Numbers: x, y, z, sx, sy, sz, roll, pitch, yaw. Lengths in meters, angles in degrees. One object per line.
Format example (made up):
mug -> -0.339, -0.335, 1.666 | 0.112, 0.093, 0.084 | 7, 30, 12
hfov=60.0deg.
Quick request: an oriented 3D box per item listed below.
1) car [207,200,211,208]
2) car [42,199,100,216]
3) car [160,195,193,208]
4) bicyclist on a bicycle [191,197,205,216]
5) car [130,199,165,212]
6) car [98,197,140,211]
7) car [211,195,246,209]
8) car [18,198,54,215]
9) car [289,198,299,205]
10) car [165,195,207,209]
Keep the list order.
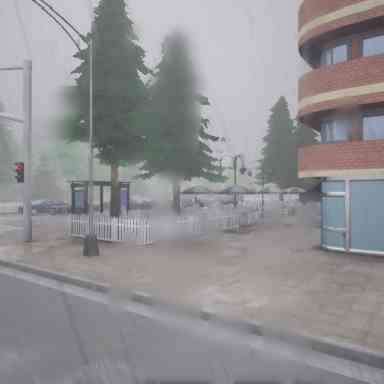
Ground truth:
car -> 0.830, 1.508, 46.488 | 4.181, 1.385, 1.994 | 0, 0, -43
car -> -11.254, 1.545, 31.572 | 1.895, 1.301, 4.718 | 0, 0, 36
car -> -2.237, 1.296, 48.337 | 4.553, 1.767, 2.097 | 0, 0, -43
bicyclist on a bicycle -> 0.434, 1.245, 27.308 | 1.656, 1.620, 0.582 | 0, 0, 36
car -> -5.784, 1.545, 38.931 | 1.895, 1.301, 4.718 | 0, 0, 37
car -> -8.832, 1.422, 40.636 | 1.882, 1.535, 5.008 | 0, 0, 38
car -> 5.007, 1.436, 40.688 | 2.128, 1.511, 4.902 | 0, 0, 44
car -> -14.551, 1.422, 32.967 | 1.882, 1.535, 5.008 | 0, 0, 36
car -> 17.853, 1.545, 52.582 | 4.718, 1.301, 1.895 | 0, 0, -19
car -> -0.810, 1.436, 39.398 | 2.128, 1.511, 4.902 | 0, 0, 39
